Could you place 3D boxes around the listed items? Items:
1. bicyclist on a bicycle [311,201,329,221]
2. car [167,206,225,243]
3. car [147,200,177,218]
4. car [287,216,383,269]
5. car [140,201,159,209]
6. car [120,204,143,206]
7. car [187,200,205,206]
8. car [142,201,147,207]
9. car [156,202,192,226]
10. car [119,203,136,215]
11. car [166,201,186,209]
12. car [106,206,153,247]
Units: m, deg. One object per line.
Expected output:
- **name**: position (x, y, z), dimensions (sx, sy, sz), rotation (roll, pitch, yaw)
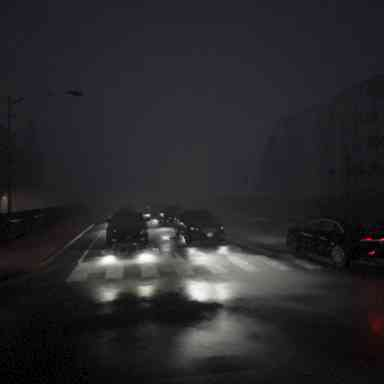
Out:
- **bicyclist on a bicycle**: position (9.845, 1.531, 25.528), dimensions (1.656, 1.620, 0.582), rotation (-1, -1, -11)
- **car**: position (0.278, 1.702, 17.411), dimensions (2.128, 1.511, 4.902), rotation (0, -1, -13)
- **car**: position (-3.273, 1.805, 35.410), dimensions (2.097, 1.767, 4.553), rotation (0, -1, -11)
- **car**: position (5.093, 1.595, 11.707), dimensions (2.128, 1.511, 4.902), rotation (0, -1, -11)
- **car**: position (-7.821, 2.360, 61.152), dimensions (1.994, 1.385, 4.181), rotation (0, -1, -31)
- **car**: position (-4.909, 1.913, 25.548), dimensions (1.994, 1.385, 4.181), rotation (0, -1, -11)
- **car**: position (0.449, 1.963, 51.160), dimensions (2.097, 1.767, 4.553), rotation (0, -1, -16)
- **car**: position (-5.223, 1.934, 44.916), dimensions (2.097, 1.767, 4.553), rotation (0, -1, -13)
- **car**: position (-1.532, 1.838, 26.513), dimensions (1.837, 1.490, 4.892), rotation (0, -1, -11)
- **car**: position (-8.580, 2.162, 43.956), dimensions (1.994, 1.385, 4.181), rotation (0, -1, -13)
- **car**: position (-2.926, 2.307, 59.987), dimensions (1.994, 1.385, 4.181), rotation (0, -1, -28)
- **car**: position (-3.203, 1.708, 16.717), dimensions (1.882, 1.535, 5.008), rotation (0, -1, -11)
